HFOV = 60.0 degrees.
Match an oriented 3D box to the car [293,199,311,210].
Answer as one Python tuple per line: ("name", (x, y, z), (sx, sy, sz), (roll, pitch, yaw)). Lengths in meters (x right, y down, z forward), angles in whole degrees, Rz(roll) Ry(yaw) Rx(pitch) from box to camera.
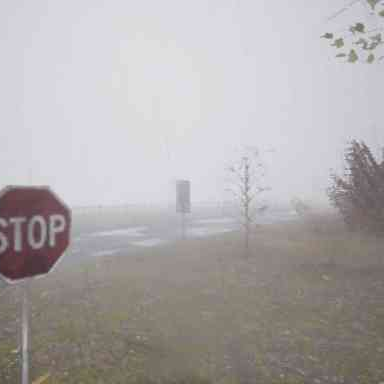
("car", (16.204, 1.788, 48.323), (1.882, 1.535, 5.008), (-1, 0, 35))
